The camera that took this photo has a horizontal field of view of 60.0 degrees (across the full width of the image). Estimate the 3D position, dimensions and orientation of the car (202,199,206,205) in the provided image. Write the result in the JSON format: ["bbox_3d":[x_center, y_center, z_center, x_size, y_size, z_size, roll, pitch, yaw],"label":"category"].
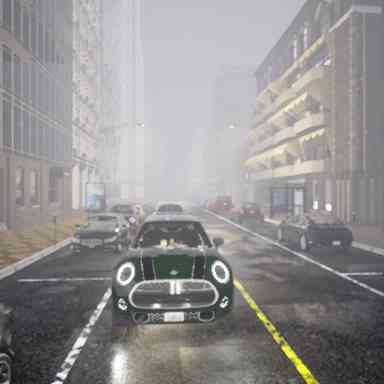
[{"bbox_3d":[2.746,1.580,41.943,1.802,1.307,4.206,0,0,-4],"label":"car"}]

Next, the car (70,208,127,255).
[{"bbox_3d":[-3.478,1.548,13.147,2.008,1.369,4.403,0,0,-4],"label":"car"}]

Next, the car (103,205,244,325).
[{"bbox_3d":[-0.446,1.350,7.412,2.097,1.767,4.553,0,0,-4],"label":"car"}]

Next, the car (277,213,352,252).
[{"bbox_3d":[4.878,1.546,13.781,2.008,1.369,4.403,0,0,-4],"label":"car"}]

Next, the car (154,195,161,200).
[{"bbox_3d":[-9.448,1.470,92.003,1.967,1.590,4.097,0,0,-4],"label":"car"}]

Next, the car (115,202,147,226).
[{"bbox_3d":[-4.319,1.523,24.243,1.752,1.417,4.829,0,0,-4],"label":"car"}]

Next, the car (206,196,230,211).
[{"bbox_3d":[3.173,1.312,36.310,2.192,1.841,5.009,0,0,-4],"label":"car"}]

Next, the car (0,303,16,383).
[{"bbox_3d":[-2.626,1.566,1.883,1.947,1.339,4.313,0,0,-4],"label":"car"}]

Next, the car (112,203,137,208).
[{"bbox_3d":[-3.905,1.438,18.781,1.967,1.590,4.097,0,0,-4],"label":"car"}]

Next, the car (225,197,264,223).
[{"bbox_3d":[4.025,1.436,25.045,1.967,1.590,4.097,0,0,-4],"label":"car"}]

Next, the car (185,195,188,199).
[{"bbox_3d":[0.188,1.582,75.737,1.947,1.339,4.313,0,0,-4],"label":"car"}]

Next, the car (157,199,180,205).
[{"bbox_3d":[-1.392,1.475,21.229,1.882,1.535,5.008,0,0,-4],"label":"car"}]

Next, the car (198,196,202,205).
[{"bbox_3d":[2.320,1.580,47.575,1.802,1.307,4.206,0,0,-4],"label":"car"}]

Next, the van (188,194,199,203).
[{"bbox_3d":[0.614,1.353,70.104,1.690,1.788,3.998,0,0,-4],"label":"van"}]
